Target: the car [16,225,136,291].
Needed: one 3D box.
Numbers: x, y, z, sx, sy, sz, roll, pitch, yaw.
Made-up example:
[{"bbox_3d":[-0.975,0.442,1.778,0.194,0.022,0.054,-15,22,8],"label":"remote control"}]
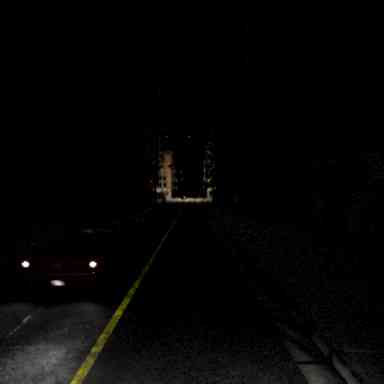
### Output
[{"bbox_3d":[-2.848,1.642,9.283,1.895,1.301,4.718,0,0,0],"label":"car"}]
